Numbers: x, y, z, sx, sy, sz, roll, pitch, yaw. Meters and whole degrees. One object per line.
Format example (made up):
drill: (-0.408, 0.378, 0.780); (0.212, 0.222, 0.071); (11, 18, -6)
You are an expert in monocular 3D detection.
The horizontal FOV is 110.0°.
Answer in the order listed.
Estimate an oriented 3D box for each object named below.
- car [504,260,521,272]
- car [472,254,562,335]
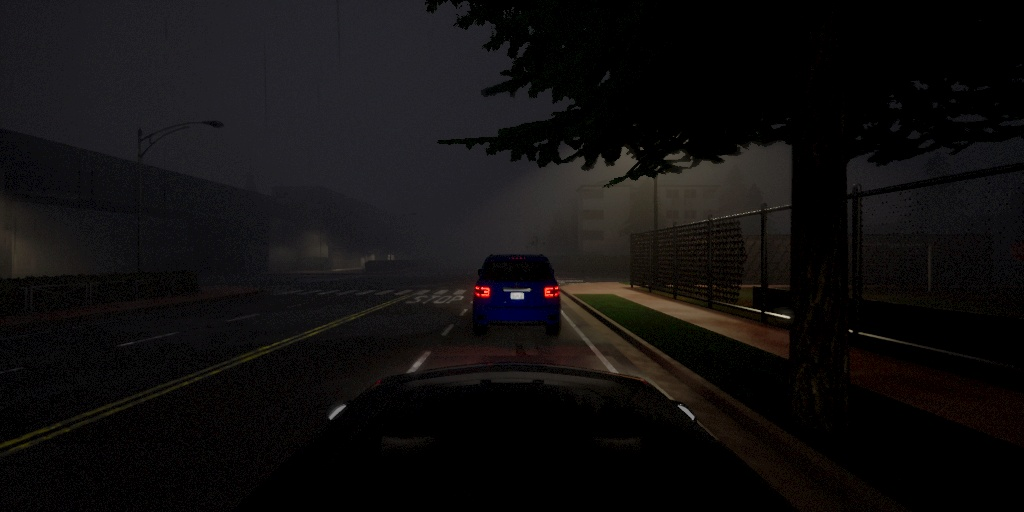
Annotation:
car: (0.062, 1.267, 46.444); (2.128, 1.511, 4.902); (0, 0, -1)
car: (0.124, 0.977, 10.611); (2.150, 2.045, 5.566); (0, 0, 0)
